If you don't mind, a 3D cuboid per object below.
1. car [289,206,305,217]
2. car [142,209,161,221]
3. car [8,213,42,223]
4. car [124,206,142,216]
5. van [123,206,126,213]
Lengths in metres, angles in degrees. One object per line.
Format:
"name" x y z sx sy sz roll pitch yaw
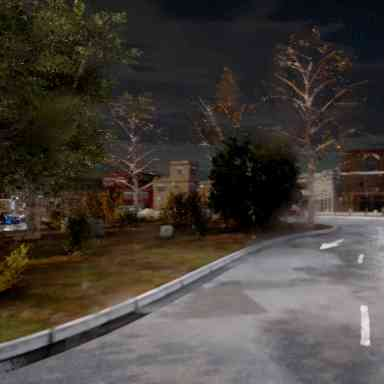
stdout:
"car" 14.130 2.454 45.613 2.185 1.767 4.553 -2 -2 28
"car" -3.479 2.805 40.959 1.946 1.575 5.366 -3 -2 28
"car" -26.449 4.234 53.585 2.002 1.452 4.674 -4 -3 28
"car" -5.819 2.917 42.221 1.946 1.575 5.366 -3 -2 28
"van" -8.139 2.826 43.821 1.878 1.987 4.442 -3 -2 28
